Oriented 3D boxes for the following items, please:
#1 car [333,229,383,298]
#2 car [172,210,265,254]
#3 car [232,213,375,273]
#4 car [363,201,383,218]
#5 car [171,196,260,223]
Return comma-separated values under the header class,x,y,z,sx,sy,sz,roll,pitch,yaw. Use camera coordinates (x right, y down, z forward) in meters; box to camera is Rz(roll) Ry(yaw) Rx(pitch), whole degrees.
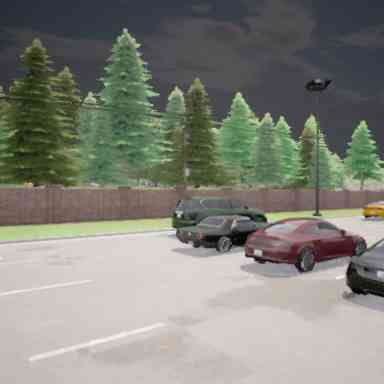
class,x,y,z,sx,sy,sz,roll,pitch,yaw
car,5.382,1.584,7.580,4.181,1.385,1.994,0,0,-35
car,1.774,1.622,13.603,4.718,1.301,1.895,0,0,-35
car,3.732,1.547,10.718,4.674,1.442,1.812,0,0,-36
car,16.611,1.547,28.472,5.008,1.535,1.882,0,0,-35
car,1.557,1.248,17.746,5.566,2.045,2.150,0,0,-35
